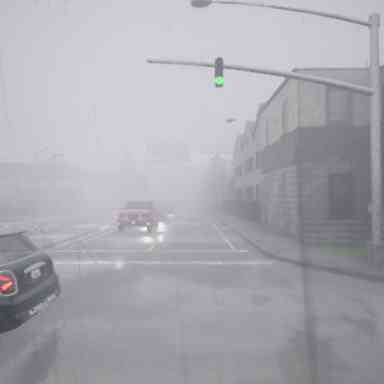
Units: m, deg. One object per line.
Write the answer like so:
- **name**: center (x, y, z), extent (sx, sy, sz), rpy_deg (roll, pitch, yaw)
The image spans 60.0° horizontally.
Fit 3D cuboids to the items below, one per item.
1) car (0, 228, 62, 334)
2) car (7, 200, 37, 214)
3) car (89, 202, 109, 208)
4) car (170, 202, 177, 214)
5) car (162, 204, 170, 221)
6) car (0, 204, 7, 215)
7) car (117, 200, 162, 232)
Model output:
- **car**: center (-4.757, 1.400, 5.626), extent (4.553, 1.767, 2.097), rpy_deg (0, -1, 0)
- **car**: center (-22.620, 2.035, 45.005), extent (1.905, 1.878, 3.866), rpy_deg (0, -1, 0)
- **car**: center (-22.161, 3.105, 78.992), extent (4.611, 1.667, 2.242), rpy_deg (0, -1, 0)
- **car**: center (-3.513, 2.358, 46.785), extent (1.994, 1.385, 4.181), rpy_deg (0, -1, 0)
- **car**: center (-3.589, 2.126, 33.129), extent (1.895, 1.301, 4.718), rpy_deg (0, -1, 0)
- **car**: center (-25.946, 2.332, 45.601), extent (1.970, 1.475, 3.806), rpy_deg (0, -1, 0)
- **car**: center (-3.597, 1.548, 23.012), extent (2.150, 2.045, 5.566), rpy_deg (0, -1, 0)
